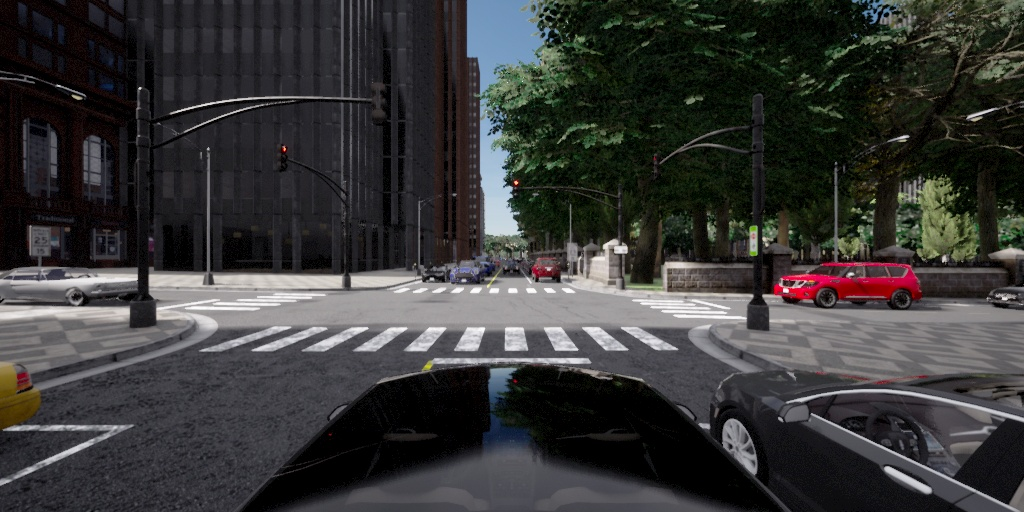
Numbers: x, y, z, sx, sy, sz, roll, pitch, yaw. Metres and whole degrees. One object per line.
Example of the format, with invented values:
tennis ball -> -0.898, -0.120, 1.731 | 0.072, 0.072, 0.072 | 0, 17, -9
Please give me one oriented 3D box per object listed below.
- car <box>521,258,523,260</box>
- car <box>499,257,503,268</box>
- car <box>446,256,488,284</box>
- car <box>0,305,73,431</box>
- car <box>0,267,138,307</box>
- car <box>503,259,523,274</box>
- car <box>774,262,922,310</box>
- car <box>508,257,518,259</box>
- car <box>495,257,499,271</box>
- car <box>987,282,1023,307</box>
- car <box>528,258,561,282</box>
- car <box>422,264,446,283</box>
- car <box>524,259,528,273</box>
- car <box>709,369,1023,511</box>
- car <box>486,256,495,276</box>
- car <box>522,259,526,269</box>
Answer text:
car -> 2.599, 1.324, 50.254 | 2.007, 1.370, 4.403 | 0, 0, 0
car -> -3.207, 1.113, 63.087 | 2.150, 2.045, 5.566 | 0, 0, 0
car -> -3.248, 1.106, 26.826 | 2.097, 1.767, 4.553 | 0, 0, 1
car -> -5.760, 1.275, 1.556 | 1.751, 1.417, 4.829 | 0, 0, 0
car -> -16.479, 1.066, 13.130 | 4.718, 1.301, 1.895 | 1, 0, -1
car -> -0.042, 1.367, 41.679 | 1.895, 1.301, 4.718 | 0, 0, 0
car -> 15.441, 1.310, 16.616 | 5.566, 2.045, 2.150 | 1, 0, -1
car -> -0.131, 1.138, 64.132 | 2.097, 1.767, 4.553 | 0, 0, 0
car -> -3.243, 1.123, 47.125 | 2.097, 1.767, 4.553 | 0, 0, 0
car -> 25.351, 1.796, 16.701 | 4.892, 1.490, 1.837 | 1, 0, 0
car -> 2.674, 1.069, 28.428 | 2.192, 1.841, 5.009 | 0, 0, 0
car -> -5.851, 1.320, 28.390 | 1.948, 1.339, 4.313 | 0, 0, 0
car -> 2.637, 1.330, 39.340 | 1.948, 1.339, 4.313 | 0, 0, 0
car -> 2.764, 1.300, 1.764 | 2.007, 1.370, 4.403 | 0, 0, 0
car -> -3.216, 0.983, 37.079 | 2.150, 2.045, 5.566 | 0, 0, 0
car -> 2.618, 1.319, 44.797 | 2.007, 1.370, 4.403 | 0, 0, 0
